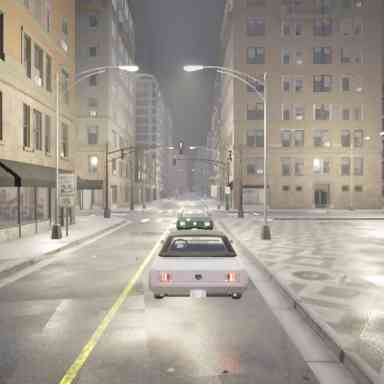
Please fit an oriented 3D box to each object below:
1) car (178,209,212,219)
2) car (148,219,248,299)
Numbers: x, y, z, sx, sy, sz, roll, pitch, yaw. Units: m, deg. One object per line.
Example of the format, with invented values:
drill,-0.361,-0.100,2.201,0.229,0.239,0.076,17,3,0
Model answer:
car,0.146,1.600,18.625,1.895,1.301,4.718,0,0,0
car,0.121,1.601,8.390,1.895,1.301,4.718,0,0,0
